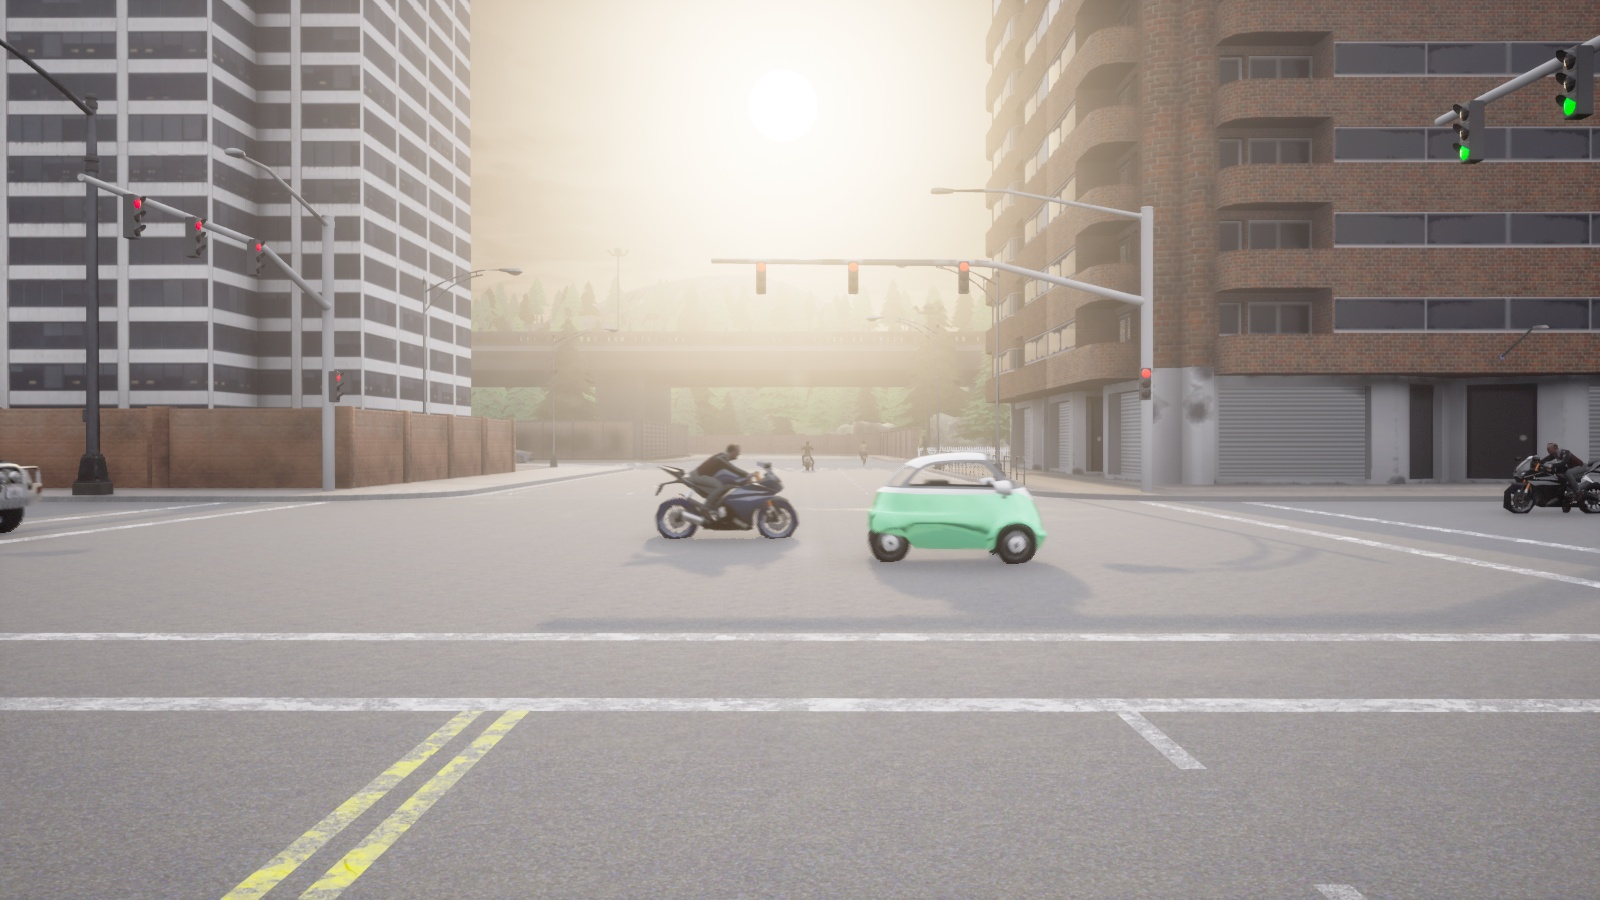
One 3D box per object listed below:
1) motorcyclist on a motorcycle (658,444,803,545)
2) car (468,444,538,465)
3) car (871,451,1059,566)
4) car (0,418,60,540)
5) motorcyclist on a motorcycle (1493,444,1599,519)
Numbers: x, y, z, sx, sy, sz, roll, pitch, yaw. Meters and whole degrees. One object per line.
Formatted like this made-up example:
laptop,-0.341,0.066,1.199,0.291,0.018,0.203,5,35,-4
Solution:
motorcyclist on a motorcycle,-1.051,0.670,19.515,2.191,1.530,0.866,0,0,1
car,-19.629,0.270,83.115,4.181,1.385,1.994,0,0,0
car,2.043,0.713,15.981,2.207,1.376,1.481,0,0,1
car,-14.510,0.440,19.737,4.605,1.855,1.932,0,0,-1
motorcyclist on a motorcycle,15.862,0.646,26.328,2.191,1.530,0.866,0,0,1
